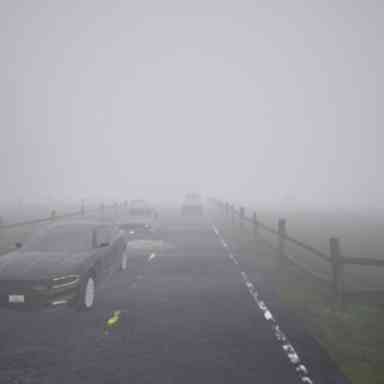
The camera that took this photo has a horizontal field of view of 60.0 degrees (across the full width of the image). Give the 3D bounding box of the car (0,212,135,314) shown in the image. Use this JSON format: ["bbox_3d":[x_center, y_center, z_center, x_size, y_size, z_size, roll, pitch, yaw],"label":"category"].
[{"bbox_3d":[-2.835,1.462,7.904,1.882,1.535,5.008,0,0,0],"label":"car"}]

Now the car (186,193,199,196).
[{"bbox_3d":[0.061,1.143,43.831,2.150,2.045,5.566,0,-1,1],"label":"car"}]

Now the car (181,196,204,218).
[{"bbox_3d":[0.016,1.425,29.310,1.882,1.535,5.008,0,0,0],"label":"car"}]

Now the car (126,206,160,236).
[{"bbox_3d":[-2.822,1.512,18.395,2.033,1.411,5.357,0,0,0],"label":"car"}]
